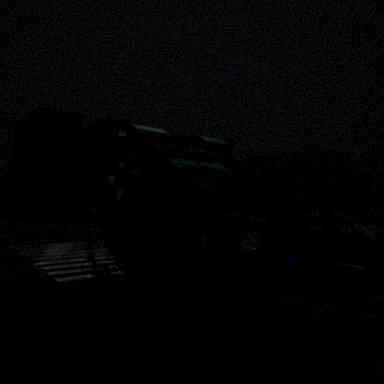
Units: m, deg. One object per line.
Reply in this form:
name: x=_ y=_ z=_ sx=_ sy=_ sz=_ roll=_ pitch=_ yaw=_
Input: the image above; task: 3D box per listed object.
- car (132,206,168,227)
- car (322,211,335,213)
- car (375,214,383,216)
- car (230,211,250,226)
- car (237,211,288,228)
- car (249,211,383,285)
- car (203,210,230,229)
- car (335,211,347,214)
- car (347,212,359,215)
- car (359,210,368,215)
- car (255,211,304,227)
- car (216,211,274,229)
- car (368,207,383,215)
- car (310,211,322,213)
car: x=-4.173 y=2.117 z=26.312 sx=5.566 sy=2.045 sz=2.435 roll=-1 pitch=-2 yaw=32
car: x=14.290 y=3.140 z=41.004 sx=5.366 sy=1.575 sz=1.946 roll=-1 pitch=-2 yaw=32
car: x=12.347 y=2.368 z=17.666 sx=4.553 sy=1.767 sz=2.185 roll=1 pitch=-1 yaw=32
car: x=2.802 y=2.533 z=31.801 sx=4.553 sy=1.767 sz=2.185 roll=-1 pitch=-3 yaw=32
car: x=7.470 y=2.853 z=35.430 sx=4.892 sy=1.521 sz=2.231 roll=-1 pitch=-3 yaw=32
car: x=5.229 y=1.946 z=12.081 sx=5.566 sy=2.045 sz=2.435 roll=1 pitch=-1 yaw=32
car: x=0.497 y=2.563 z=29.954 sx=4.892 sy=1.521 sz=2.231 roll=-1 pitch=-3 yaw=32
car: x=16.780 y=3.238 z=42.744 sx=5.008 sy=1.535 sz=2.097 roll=-1 pitch=-2 yaw=32
car: x=18.941 y=3.333 z=44.658 sx=5.366 sy=1.575 sz=1.946 roll=-1 pitch=-2 yaw=32
car: x=21.454 y=3.461 z=46.387 sx=4.792 sy=1.488 sz=2.163 roll=-1 pitch=-3 yaw=32
car: x=9.774 y=2.978 z=37.268 sx=4.792 sy=1.488 sz=2.163 roll=-1 pitch=-2 yaw=32
car: x=5.311 y=2.751 z=33.514 sx=5.366 sy=1.575 sz=1.946 roll=-1 pitch=-3 yaw=32
car: x=28.378 y=3.596 z=51.901 sx=4.553 sy=1.767 sz=2.185 roll=-1 pitch=-3 yaw=32
car: x=12.122 y=3.044 z=39.080 sx=5.008 sy=1.535 sz=2.097 roll=-1 pitch=-3 yaw=32
